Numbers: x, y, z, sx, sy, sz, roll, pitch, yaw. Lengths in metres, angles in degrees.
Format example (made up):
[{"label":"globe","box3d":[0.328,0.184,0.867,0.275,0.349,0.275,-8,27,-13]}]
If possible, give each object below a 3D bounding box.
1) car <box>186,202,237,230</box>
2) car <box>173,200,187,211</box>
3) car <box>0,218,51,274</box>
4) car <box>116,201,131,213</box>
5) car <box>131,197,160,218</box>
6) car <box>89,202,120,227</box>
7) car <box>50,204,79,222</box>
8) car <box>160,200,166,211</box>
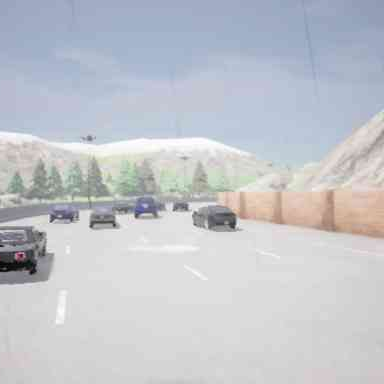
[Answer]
[{"label":"car","box3d":[1.334,1.630,22.262,1.837,1.490,4.892,-1,-1,-18]},{"label":"car","box3d":[-1.438,1.802,45.209,1.837,1.490,4.892,-1,-1,4]},{"label":"car","box3d":[-5.759,1.720,10.556,1.895,1.301,4.718,0,0,-20]},{"label":"car","box3d":[-8.512,1.829,41.021,2.128,1.511,4.902,-1,0,0]},{"label":"car","box3d":[-4.597,1.471,33.044,2.150,2.045,5.566,0,-1,-8]},{"label":"car","box3d":[-6.633,1.764,24.643,2.033,1.411,5.357,0,0,-15]},{"label":"car","box3d":[-11.085,1.811,29.067,1.812,1.442,4.674,-1,0,-11]},{"label":"car","box3d":[-4.868,1.811,45.859,1.882,1.535,5.008,-1,0,5]}]
